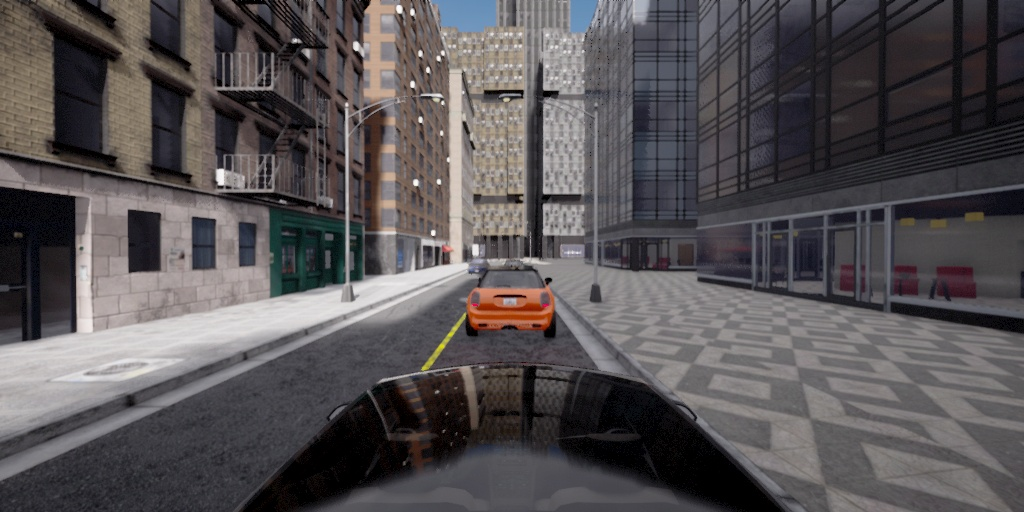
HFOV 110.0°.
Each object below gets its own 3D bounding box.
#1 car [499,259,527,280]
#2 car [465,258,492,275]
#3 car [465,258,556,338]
[{"bbox_3d":[0.112,0.992,28.764,2.033,1.411,5.357,0,1,0],"label":"car"},{"bbox_3d":[-3.078,0.931,34.198,2.033,1.411,5.357,0,1,0],"label":"car"},{"bbox_3d":[0.072,1.008,10.079,2.097,1.767,4.553,0,1,3],"label":"car"}]
